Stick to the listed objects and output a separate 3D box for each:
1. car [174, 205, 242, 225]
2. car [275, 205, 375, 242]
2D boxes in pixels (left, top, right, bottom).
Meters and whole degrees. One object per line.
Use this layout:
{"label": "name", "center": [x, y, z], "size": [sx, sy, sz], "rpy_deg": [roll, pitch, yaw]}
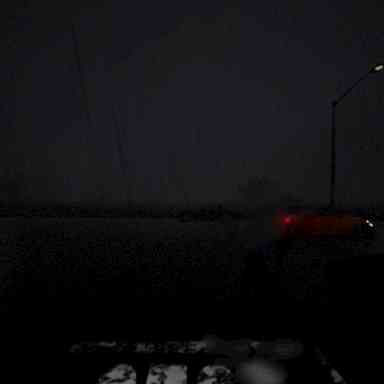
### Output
{"label": "car", "center": [1.071, 1.577, 23.790], "size": [4.718, 1.301, 1.895], "rpy_deg": [1, 0, 0]}
{"label": "car", "center": [6.636, 1.458, 16.756], "size": [4.553, 1.767, 2.097], "rpy_deg": [1, 0, 0]}
